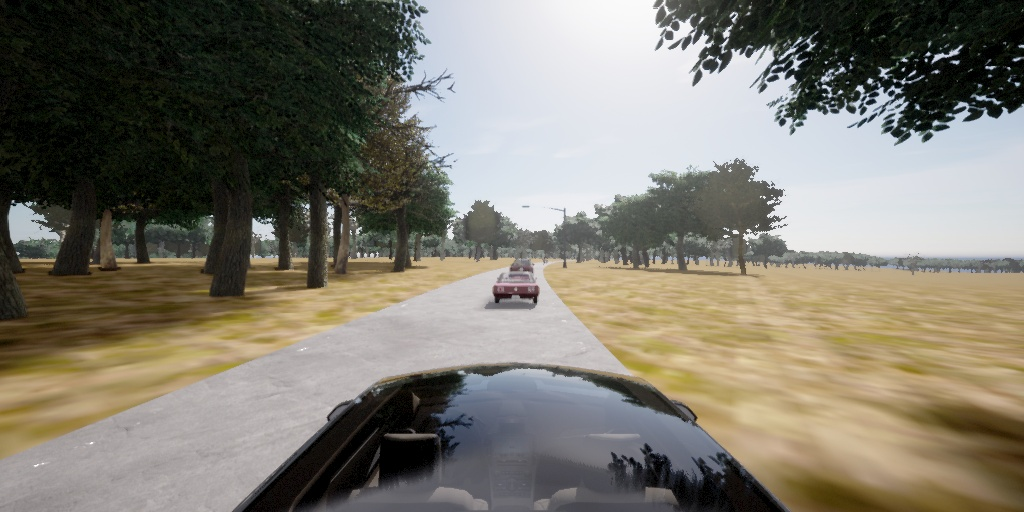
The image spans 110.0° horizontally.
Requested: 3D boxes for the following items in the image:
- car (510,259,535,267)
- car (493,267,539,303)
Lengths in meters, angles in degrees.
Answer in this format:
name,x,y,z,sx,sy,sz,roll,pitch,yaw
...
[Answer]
name,x,y,z,sx,sy,sz,roll,pitch,yaw
car,0.895,1.077,31.349,2.097,1.767,4.553,0,0,3
car,0.225,1.355,16.469,1.895,1.301,4.718,0,0,2
